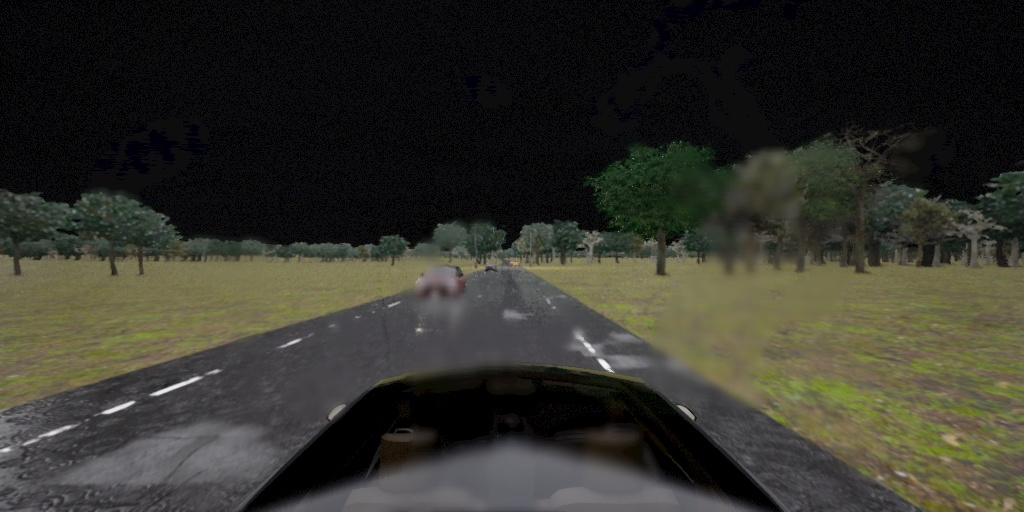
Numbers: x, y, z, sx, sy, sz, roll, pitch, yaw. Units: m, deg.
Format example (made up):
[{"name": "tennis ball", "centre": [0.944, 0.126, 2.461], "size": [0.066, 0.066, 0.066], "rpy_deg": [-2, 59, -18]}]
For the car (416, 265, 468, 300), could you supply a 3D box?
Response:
[{"name": "car", "centre": [-3.594, 1.292, 19.056], "size": [2.097, 1.767, 4.553], "rpy_deg": [0, -1, 0]}]

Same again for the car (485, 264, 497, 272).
[{"name": "car", "centre": [-3.515, 1.981, 60.363], "size": [2.033, 1.411, 5.357], "rpy_deg": [0, -1, 1]}]
